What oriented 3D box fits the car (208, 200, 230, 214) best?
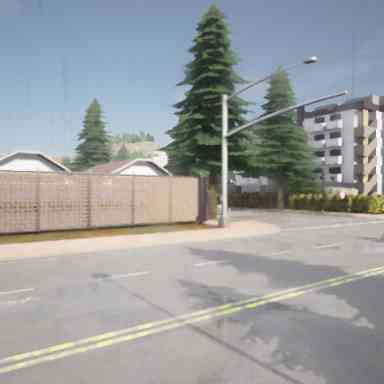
[{"bbox_3d":[1.968,1.560,34.753,1.812,1.442,4.674,0,0,-35],"label":"car"}]
